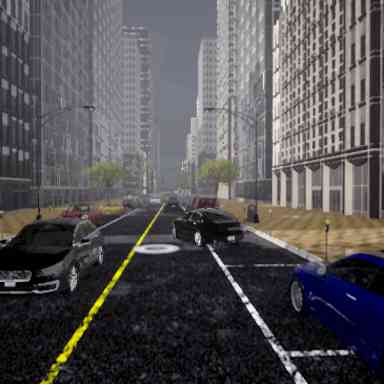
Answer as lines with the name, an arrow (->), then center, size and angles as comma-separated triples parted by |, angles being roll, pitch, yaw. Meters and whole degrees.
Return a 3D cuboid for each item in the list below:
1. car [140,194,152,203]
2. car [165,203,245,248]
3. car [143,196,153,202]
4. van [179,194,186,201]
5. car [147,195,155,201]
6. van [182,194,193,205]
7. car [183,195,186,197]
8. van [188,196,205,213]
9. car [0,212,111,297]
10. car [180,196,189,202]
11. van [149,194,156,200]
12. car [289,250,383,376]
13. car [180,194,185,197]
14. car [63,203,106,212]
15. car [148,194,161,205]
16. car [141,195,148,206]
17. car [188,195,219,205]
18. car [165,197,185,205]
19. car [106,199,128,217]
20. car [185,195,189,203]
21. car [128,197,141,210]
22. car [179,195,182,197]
car -> -9.897, 1.334, 71.703 | 2.192, 1.841, 5.009 | -1, 0, -3
car -> 0.556, 1.511, 14.986 | 1.837, 1.490, 4.892 | -1, 1, -23
car -> -10.227, 1.602, 77.377 | 1.802, 1.307, 4.206 | -1, 0, -3
van -> -2.528, 1.360, 89.216 | 1.690, 1.788, 3.998 | -1, 0, -3
car -> -10.892, 1.602, 88.726 | 1.802, 1.307, 4.206 | -1, 0, -3
van -> -0.866, 1.357, 60.845 | 1.690, 1.788, 3.998 | -1, 0, -3
car -> 0.133, 1.453, 43.824 | 1.967, 1.590, 4.097 | -1, 0, -3
van -> 0.464, 1.353, 38.150 | 1.690, 1.788, 3.998 | -1, 0, -3
car -> -3.607, 1.508, 8.770 | 1.837, 1.490, 4.892 | 0, 0, -3
car -> -1.861, 1.569, 77.867 | 2.008, 1.369, 4.403 | -1, 0, -3
van -> -11.226, 1.361, 94.400 | 1.690, 1.788, 3.998 | -1, 0, -3
car -> 2.898, 1.527, 4.598 | 1.812, 1.442, 4.674 | 0, 0, -3
car -> -0.533, 1.456, 55.171 | 1.967, 1.590, 4.097 | -1, 0, -3
car -> -6.904, 1.448, 20.637 | 1.967, 1.590, 4.097 | -1, 0, -3
car -> -6.417, 1.542, 58.197 | 1.812, 1.442, 4.674 | 0, 0, -3
car -> -8.898, 1.567, 54.681 | 2.008, 1.369, 4.403 | -1, 0, -3
car -> 1.128, 1.324, 26.802 | 2.192, 1.841, 5.009 | -1, 0, -3
car -> -2.171, 1.576, 38.895 | 1.994, 1.385, 4.181 | 0, 0, -3
car -> -7.558, 1.537, 31.816 | 1.752, 1.417, 4.829 | -1, 0, -3
car -> 0.796, 1.325, 32.476 | 2.192, 1.841, 5.009 | -1, 0, -3
car -> -8.233, 1.580, 43.334 | 1.947, 1.339, 4.313 | -1, 0, -3
car -> -3.067, 1.518, 54.203 | 1.837, 1.490, 4.892 | 0, -1, -3
